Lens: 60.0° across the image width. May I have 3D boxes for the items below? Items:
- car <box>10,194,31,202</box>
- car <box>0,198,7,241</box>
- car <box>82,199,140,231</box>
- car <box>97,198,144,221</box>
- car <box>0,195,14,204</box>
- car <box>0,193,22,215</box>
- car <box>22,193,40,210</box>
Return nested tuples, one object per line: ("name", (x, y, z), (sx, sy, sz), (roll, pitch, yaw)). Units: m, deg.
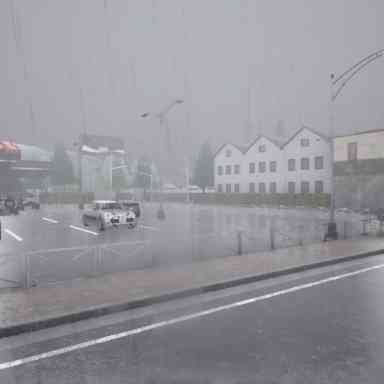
("car", (-38.133, 1.328, 73.804), (3.866, 1.878, 1.905), (0, 0, -36))
("car", (-9.645, 1.169, 14.389), (2.152, 1.636, 5.027), (0, 0, -36))
("car", (-4.608, 1.248, 18.379), (1.970, 1.475, 3.806), (0, 0, -36))
("car", (-5.720, 1.313, 26.245), (2.007, 1.523, 4.514), (0, 0, -36))
("car", (-38.377, 1.495, 66.676), (4.611, 1.667, 2.242), (0, 0, -36))
("car", (-17.184, 1.113, 30.364), (1.932, 1.855, 4.605), (0, 0, -36))
("car", (-19.077, 1.092, 38.678), (1.905, 1.878, 3.866), (0, 0, -36))
